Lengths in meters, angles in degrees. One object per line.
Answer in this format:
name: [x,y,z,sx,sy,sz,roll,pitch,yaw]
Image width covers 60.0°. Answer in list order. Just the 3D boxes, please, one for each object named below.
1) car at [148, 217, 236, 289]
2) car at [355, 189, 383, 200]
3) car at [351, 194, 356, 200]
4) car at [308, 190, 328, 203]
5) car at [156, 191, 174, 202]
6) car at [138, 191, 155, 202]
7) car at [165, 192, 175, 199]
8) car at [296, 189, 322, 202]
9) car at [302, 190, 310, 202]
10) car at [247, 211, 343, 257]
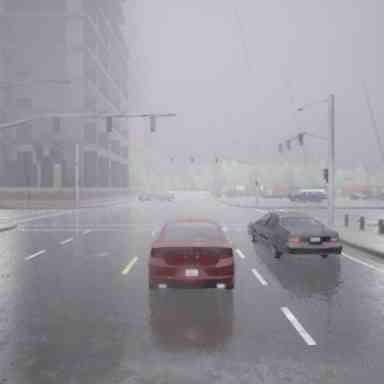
car: [-0.013,1.391,8.917,1.882,1.535,5.008,0,1,0]
car: [39.038,0.503,72.820,4.605,1.855,1.932,0,1,-1]
car: [39.078,0.686,75.719,3.905,1.438,1.784,0,1,-1]
car: [24.118,0.855,61.571,3.806,1.475,1.970,0,1,-1]
car: [-4.684,0.918,58.169,1.882,1.535,5.008,0,0,0]
car: [-8.182,0.932,58.185,2.128,1.511,4.902,0,1,-1]
car: [-4.863,0.830,73.725,2.033,1.411,5.357,0,1,-1]
car: [24.022,0.559,67.146,4.605,1.855,1.932,0,1,-1]
car: [24.095,0.796,64.466,3.905,1.438,1.784,0,1,-1]
car: [3.472,1.427,12.302,2.033,1.411,5.357,0,0,-4]
